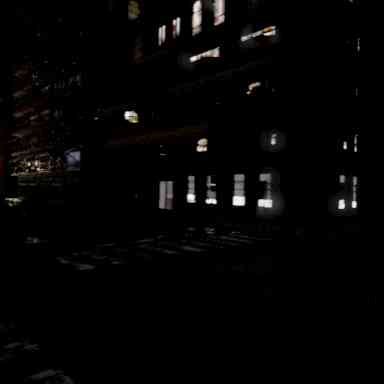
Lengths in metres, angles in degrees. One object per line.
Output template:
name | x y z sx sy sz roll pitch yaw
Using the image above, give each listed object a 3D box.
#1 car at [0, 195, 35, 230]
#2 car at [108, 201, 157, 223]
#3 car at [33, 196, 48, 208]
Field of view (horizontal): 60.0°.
car | -10.085 1.116 17.386 1.967 1.590 4.097 0 1 -44
car | -4.189 1.321 22.995 2.008 1.369 4.403 0 1 -44
car | -17.366 1.076 36.671 1.947 1.339 4.313 0 1 -44
